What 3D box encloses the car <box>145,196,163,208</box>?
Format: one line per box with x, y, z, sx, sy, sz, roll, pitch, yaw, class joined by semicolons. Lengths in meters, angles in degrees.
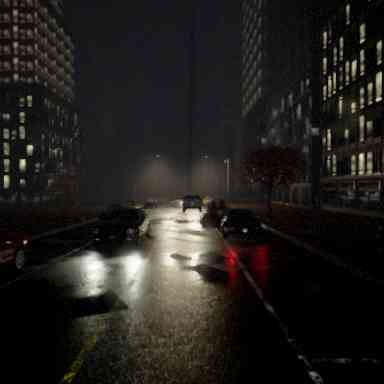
-5.680;1.558;47.486;2.008;1.369;4.403;-1;0;0;car

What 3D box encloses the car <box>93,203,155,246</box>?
-3.092;1.475;15.377;1.882;1.535;5.008;0;0;0;car

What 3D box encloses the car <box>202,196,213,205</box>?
2.705;1.540;58.903;1.752;1.417;4.829;-1;0;0;car

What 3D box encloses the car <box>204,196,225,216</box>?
2.693;1.442;36.232;1.967;1.590;4.097;-1;0;0;car

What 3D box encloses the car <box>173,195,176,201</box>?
-5.663;1.587;86.861;1.887;1.381;4.507;-1;0;0;car

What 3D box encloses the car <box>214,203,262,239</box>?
2.361;1.523;17.107;1.812;1.442;4.674;0;0;0;car

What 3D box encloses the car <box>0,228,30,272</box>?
-5.698;1.543;8.110;1.887;1.381;4.507;-1;0;0;car

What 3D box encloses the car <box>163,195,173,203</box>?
-5.672;1.464;69.986;1.967;1.590;4.097;-1;0;0;car

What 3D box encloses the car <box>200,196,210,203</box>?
2.711;1.590;69.982;1.947;1.339;4.313;-1;0;0;car

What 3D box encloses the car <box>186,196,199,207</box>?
0.025;1.487;51.399;1.882;1.535;5.008;0;0;0;car

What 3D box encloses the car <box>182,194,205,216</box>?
0.050;1.225;38.428;2.150;2.045;5.566;0;0;1;car

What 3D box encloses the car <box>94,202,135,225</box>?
-5.690;1.549;24.986;2.008;1.369;4.403;-1;0;0;car
